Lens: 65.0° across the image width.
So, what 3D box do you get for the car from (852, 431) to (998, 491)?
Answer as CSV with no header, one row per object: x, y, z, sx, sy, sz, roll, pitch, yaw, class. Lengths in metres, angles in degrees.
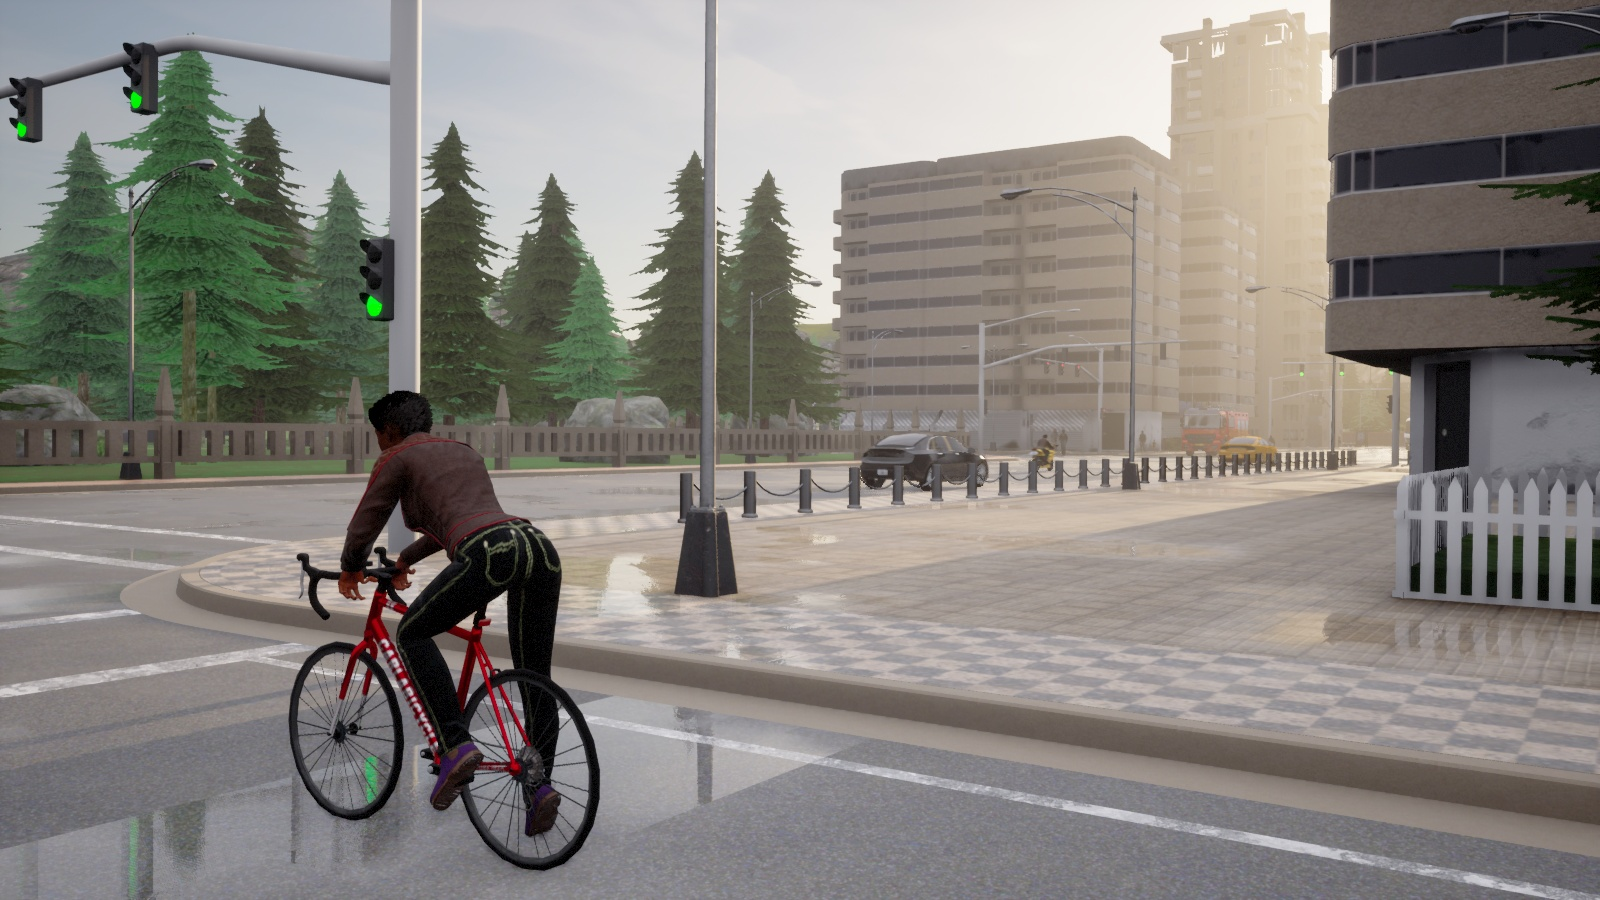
3.478,0.240,34.065,1.837,1.490,4.892,0,1,34,car

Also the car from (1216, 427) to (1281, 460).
22.366,-0.352,62.459,1.882,1.535,5.008,0,1,34,car

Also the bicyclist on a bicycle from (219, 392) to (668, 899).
-1.313,0.635,4.495,1.656,1.620,0.582,0,1,34,bicyclist on a bicycle

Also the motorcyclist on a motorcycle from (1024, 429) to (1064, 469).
9.668,-0.052,49.694,0.797,1.523,2.044,0,1,34,motorcyclist on a motorcycle
